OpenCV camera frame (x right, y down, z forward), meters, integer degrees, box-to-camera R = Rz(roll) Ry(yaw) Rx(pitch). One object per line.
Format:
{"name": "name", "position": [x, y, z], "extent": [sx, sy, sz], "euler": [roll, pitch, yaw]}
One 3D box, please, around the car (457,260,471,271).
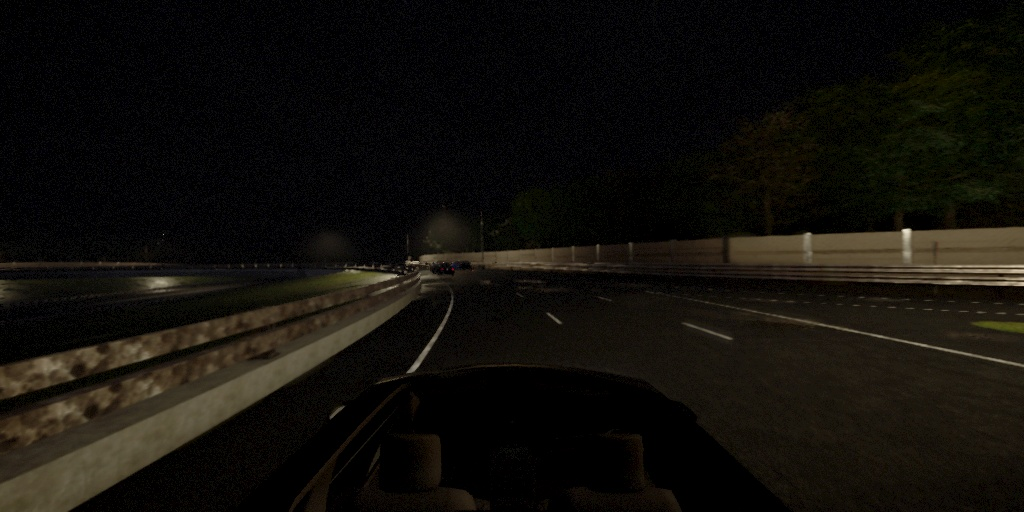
{"name": "car", "position": [-8.291, 1.455, 57.771], "extent": [2.097, 1.767, 4.553], "euler": [-1, 0, -30]}

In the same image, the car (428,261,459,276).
{"name": "car", "position": [-8.247, 1.590, 42.612], "extent": [2.033, 1.411, 5.357], "euler": [-1, 0, -23]}

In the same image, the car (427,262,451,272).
{"name": "car", "position": [-11.700, 1.701, 56.997], "extent": [2.033, 1.411, 5.357], "euler": [-1, 0, -32]}
